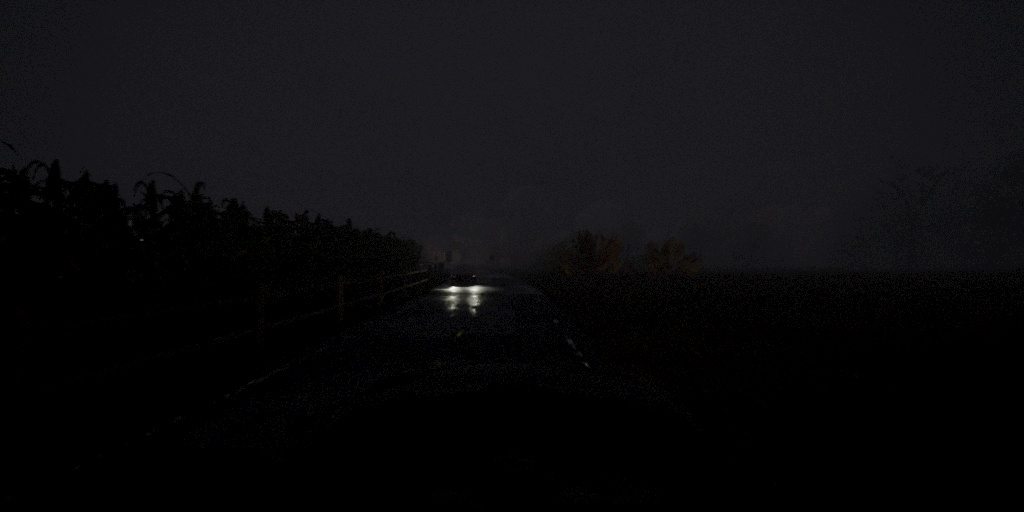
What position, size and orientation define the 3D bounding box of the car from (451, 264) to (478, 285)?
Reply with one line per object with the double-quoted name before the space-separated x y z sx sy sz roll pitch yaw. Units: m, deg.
"car" -3.646 1.359 27.761 1.882 1.535 5.008 0 0 -5
